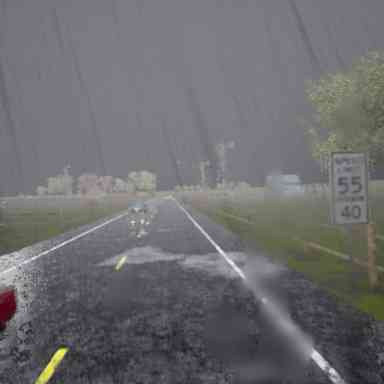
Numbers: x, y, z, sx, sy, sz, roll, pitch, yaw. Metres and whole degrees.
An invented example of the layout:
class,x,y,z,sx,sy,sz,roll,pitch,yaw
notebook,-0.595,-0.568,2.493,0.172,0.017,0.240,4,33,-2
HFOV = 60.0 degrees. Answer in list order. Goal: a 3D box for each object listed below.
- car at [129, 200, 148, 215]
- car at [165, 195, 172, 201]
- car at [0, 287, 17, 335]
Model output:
class,x,y,z,sx,sy,sz,roll,pitch,yaw
car,-6.053,1.732,37.888,2.128,1.511,4.902,-2,0,-4
car,-6.325,1.846,90.572,1.895,1.301,4.718,-2,0,-4
car,-3.539,1.751,2.970,1.895,1.301,4.718,-2,0,-4
